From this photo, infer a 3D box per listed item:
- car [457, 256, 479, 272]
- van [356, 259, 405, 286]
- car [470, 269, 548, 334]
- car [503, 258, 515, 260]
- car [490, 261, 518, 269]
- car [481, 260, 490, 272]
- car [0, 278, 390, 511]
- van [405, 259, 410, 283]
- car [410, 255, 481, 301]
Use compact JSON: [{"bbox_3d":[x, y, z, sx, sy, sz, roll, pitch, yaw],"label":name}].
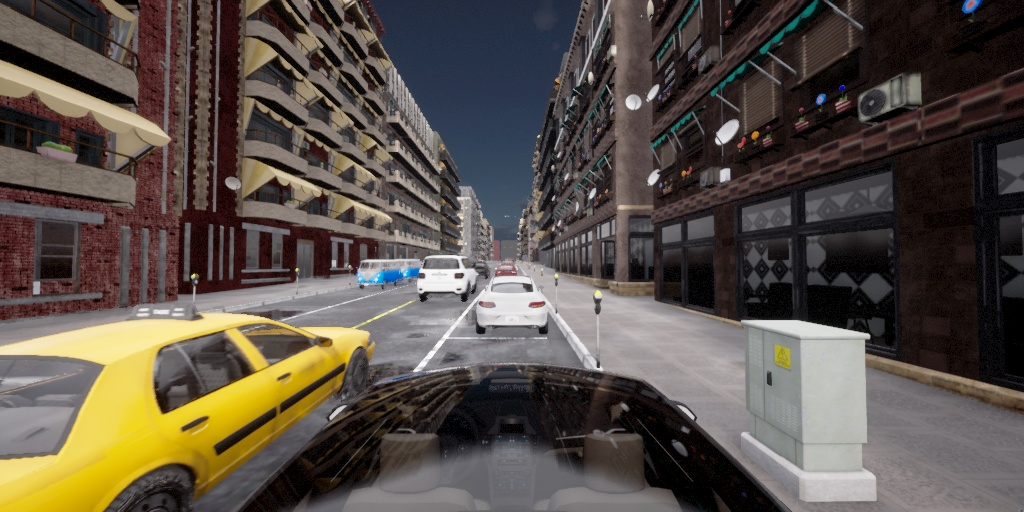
[{"bbox_3d":[-5.780,1.047,47.558,2.150,2.045,5.566,0,0,0],"label":"car"},{"bbox_3d":[-8.335,1.108,22.603,1.690,1.789,3.998,0,0,0],"label":"van"},{"bbox_3d":[0.003,1.281,10.503,1.812,1.442,4.674,0,0,0],"label":"car"},{"bbox_3d":[-0.445,1.240,39.134,1.967,1.591,4.097,0,0,0],"label":"car"},{"bbox_3d":[-0.452,1.322,28.072,1.888,1.381,4.507,0,0,0],"label":"car"},{"bbox_3d":[-3.001,1.295,33.541,1.837,1.490,4.892,0,0,0],"label":"car"},{"bbox_3d":[-3.020,1.206,3.420,1.801,1.575,5.366,0,0,0],"label":"car"},{"bbox_3d":[-8.335,1.118,28.134,1.690,1.789,3.998,0,0,0],"label":"van"},{"bbox_3d":[-3.011,0.986,17.620,2.150,2.045,5.566,0,0,0],"label":"car"}]
